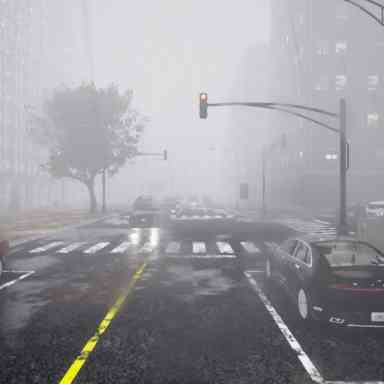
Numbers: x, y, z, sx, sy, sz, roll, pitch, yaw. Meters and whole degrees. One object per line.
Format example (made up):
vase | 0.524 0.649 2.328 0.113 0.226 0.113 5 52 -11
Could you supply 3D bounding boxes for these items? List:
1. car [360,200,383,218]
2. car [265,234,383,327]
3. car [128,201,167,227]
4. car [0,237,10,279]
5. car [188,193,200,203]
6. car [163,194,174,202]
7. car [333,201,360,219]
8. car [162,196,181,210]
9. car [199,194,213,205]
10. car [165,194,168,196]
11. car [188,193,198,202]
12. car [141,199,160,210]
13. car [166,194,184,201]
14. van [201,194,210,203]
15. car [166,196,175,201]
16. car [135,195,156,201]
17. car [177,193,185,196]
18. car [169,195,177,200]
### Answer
car | 15.503 0.994 23.752 5.566 2.045 2.150 -1 0 0
car | 2.707 1.551 6.941 2.008 1.369 4.403 0 0 0
car | -3.036 1.571 22.756 1.994 1.385 4.181 0 0 0
car | -5.673 1.545 6.965 1.887 1.381 4.507 0 0 0
car | 0.297 1.406 68.399 2.097 1.767 4.553 0 0 0
car | -5.469 1.386 78.013 2.192 1.841 5.009 0 0 0
car | 13.500 1.350 26.316 4.403 1.369 2.008 -1 1 0
car | -2.974 1.573 44.020 2.033 1.411 5.357 0 0 0
car | 2.865 1.611 61.420 1.947 1.339 4.313 0 0 0
car | -5.485 1.627 72.491 1.947 1.339 4.313 0 0 0
car | 0.226 1.298 78.892 2.150 2.045 5.566 0 0 0
car | -5.564 1.592 44.876 1.947 1.339 4.313 0 0 0
car | -2.909 1.587 57.607 2.033 1.411 5.357 0 0 2
van | 2.896 1.402 72.466 1.690 1.788 3.998 0 0 0
car | -5.453 1.632 83.536 2.008 1.369 4.403 0 0 0
car | -5.580 1.336 39.353 2.192 1.841 5.009 0 0 0
car | -2.793 1.270 72.202 2.150 2.045 5.566 0 0 0
car | -5.421 1.654 94.582 2.008 1.369 4.403 0 0 0
